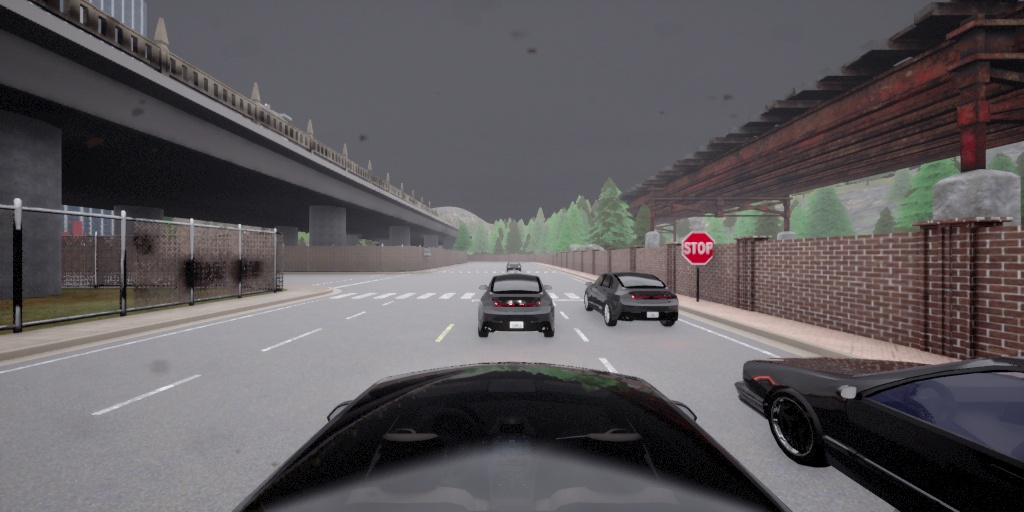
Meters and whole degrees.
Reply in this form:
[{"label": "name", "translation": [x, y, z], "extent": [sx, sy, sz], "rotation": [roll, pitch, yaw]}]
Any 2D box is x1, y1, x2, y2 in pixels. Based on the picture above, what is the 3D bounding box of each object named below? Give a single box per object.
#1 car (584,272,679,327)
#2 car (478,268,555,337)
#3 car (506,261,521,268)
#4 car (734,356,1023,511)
[{"label": "car", "translation": [3.609, 1.255, 11.586], "extent": [1.837, 1.490, 4.892], "rotation": [0, 0, 0]}, {"label": "car", "translation": [0.106, 1.255, 10.229], "extent": [1.837, 1.490, 4.892], "rotation": [0, 0, 0]}, {"label": "car", "translation": [0.226, 1.351, 46.211], "extent": [1.895, 1.301, 4.718], "rotation": [0, 0, -1]}, {"label": "car", "translation": [3.600, 1.297, 1.839], "extent": [2.033, 1.411, 5.357], "rotation": [0, 0, 0]}]
